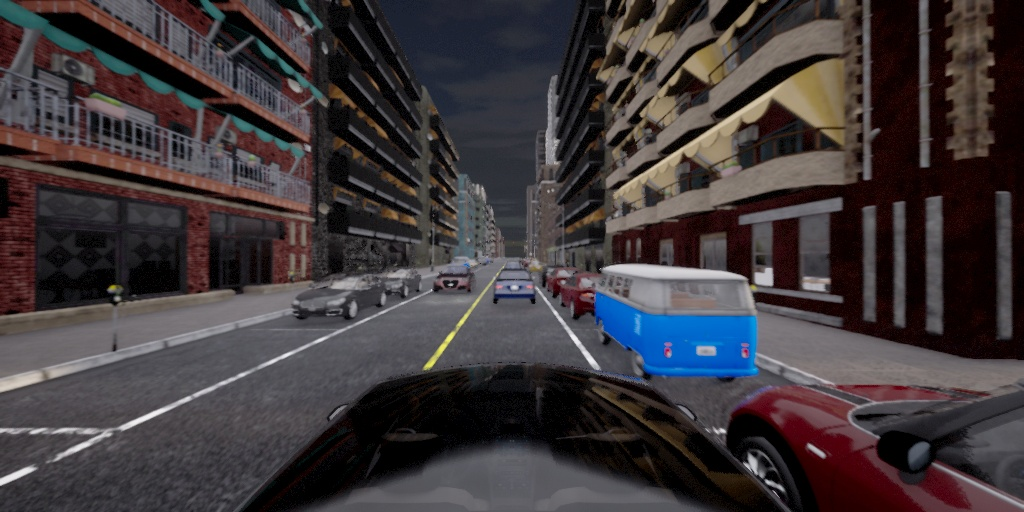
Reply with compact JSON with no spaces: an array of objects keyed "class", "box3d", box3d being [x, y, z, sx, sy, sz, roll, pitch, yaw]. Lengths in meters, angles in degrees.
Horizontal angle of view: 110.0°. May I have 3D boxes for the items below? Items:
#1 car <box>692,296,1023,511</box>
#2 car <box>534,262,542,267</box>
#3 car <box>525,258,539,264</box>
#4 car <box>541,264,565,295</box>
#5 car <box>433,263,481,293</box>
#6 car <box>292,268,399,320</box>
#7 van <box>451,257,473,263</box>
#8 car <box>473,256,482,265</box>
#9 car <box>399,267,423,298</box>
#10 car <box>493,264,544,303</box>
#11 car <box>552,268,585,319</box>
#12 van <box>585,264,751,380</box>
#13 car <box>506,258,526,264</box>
[{"class":"car","box3d":[2.693,1.191,1.309,1.967,1.591,4.097,0,0,0]},{"class":"car","box3d":[2.693,1.248,23.403,1.948,1.339,4.313,0,0,0]},{"class":"car","box3d":[2.695,1.159,40.143,1.751,1.417,4.829,0,0,0]},{"class":"car","box3d":[2.693,1.244,17.879,1.888,1.381,4.507,0,0,0]},{"class":"car","box3d":[-3.097,1.257,20.096,1.994,1.385,4.181,0,0,0]},{"class":"car","box3d":[-5.688,1.267,12.370,2.007,1.370,4.403,0,0,0]},{"class":"van","box3d":[-5.686,0.974,39.986,1.690,1.789,3.998,0,0,0]},{"class":"car","box3d":[-5.686,1.127,50.863,1.751,1.417,4.829,0,0,0]},{"class":"car","box3d":[-5.688,1.250,17.893,2.007,1.370,4.403,0,0,0]},{"class":"car","box3d":[0.097,1.252,16.353,2.033,1.411,5.357,0,0,0]},{"class":"car","box3d":[2.693,1.261,12.356,1.888,1.381,4.507,0,0,0]},{"class":"van","box3d":[2.693,1.074,6.832,1.690,1.789,3.998,0,0,0]},{"class":"car","box3d":[0.102,1.188,37.743,2.033,1.411,5.357,0,0,0]}]
